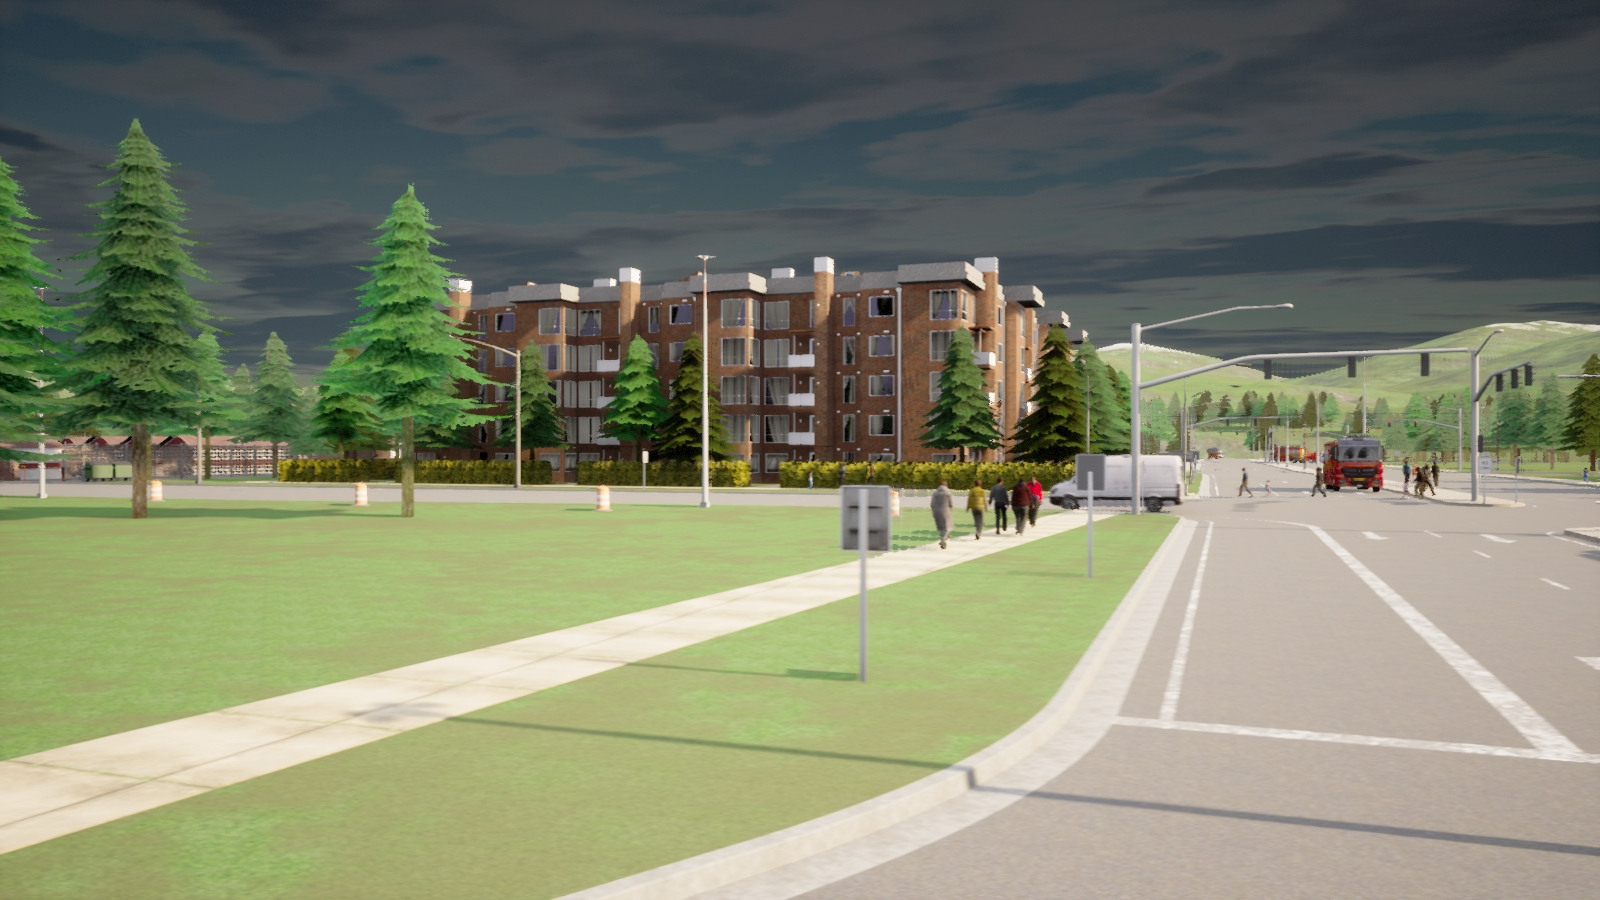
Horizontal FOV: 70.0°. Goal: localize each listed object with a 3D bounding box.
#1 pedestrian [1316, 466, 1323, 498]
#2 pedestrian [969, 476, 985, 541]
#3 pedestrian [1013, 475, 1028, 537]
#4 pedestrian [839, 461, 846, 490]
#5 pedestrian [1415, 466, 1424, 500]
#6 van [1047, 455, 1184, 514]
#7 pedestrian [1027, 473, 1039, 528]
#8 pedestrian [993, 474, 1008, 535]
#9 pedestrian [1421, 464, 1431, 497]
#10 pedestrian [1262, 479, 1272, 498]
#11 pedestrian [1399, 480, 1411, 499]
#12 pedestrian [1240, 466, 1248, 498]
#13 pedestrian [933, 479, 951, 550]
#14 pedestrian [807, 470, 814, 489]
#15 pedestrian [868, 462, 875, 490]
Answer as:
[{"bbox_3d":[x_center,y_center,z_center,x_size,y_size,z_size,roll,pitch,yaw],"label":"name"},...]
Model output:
[{"bbox_3d":[30.318,1.857,66.657,0.375,1.860,0.375,0,0,21],"label":"pedestrian"},{"bbox_3d":[5.151,1.696,33.206,0.375,1.860,0.375,0,0,25],"label":"pedestrian"},{"bbox_3d":[6.701,1.696,34.745,0.375,1.860,0.375,0,0,26],"label":"pedestrian"},{"bbox_3d":[2.840,1.695,75.900,0.375,1.860,0.375,0,0,25],"label":"pedestrian"},{"bbox_3d":[34.589,1.849,63.825,0.375,1.860,0.375,0,0,15],"label":"pedestrian"},{"bbox_3d":[14.409,1.534,52.199,5.915,2.561,1.988,0,0,20],"label":"van"},{"bbox_3d":[7.859,1.696,38.537,0.375,1.860,0.375,0,0,18],"label":"pedestrian"},{"bbox_3d":[6.240,1.696,35.514,0.375,1.860,0.375,0,0,26],"label":"pedestrian"},{"bbox_3d":[35.229,1.702,64.304,0.375,1.860,0.375,0,0,13],"label":"pedestrian"},{"bbox_3d":[27.255,2.229,66.696,0.500,1.100,0.500,0,0,16],"label":"pedestrian"},{"bbox_3d":[34.207,2.229,64.588,0.500,1.100,0.500,0,0,12],"label":"pedestrian"},{"bbox_3d":[25.831,1.850,66.443,0.375,1.860,0.375,0,0,32],"label":"pedestrian"},{"bbox_3d":[3.756,1.696,30.141,0.375,1.860,0.375,0,0,24],"label":"pedestrian"},{"bbox_3d":[0.716,1.975,76.504,0.375,1.300,0.375,0,0,14],"label":"pedestrian"},{"bbox_3d":[4.725,1.695,75.184,0.375,1.860,0.375,0,0,24],"label":"pedestrian"}]
